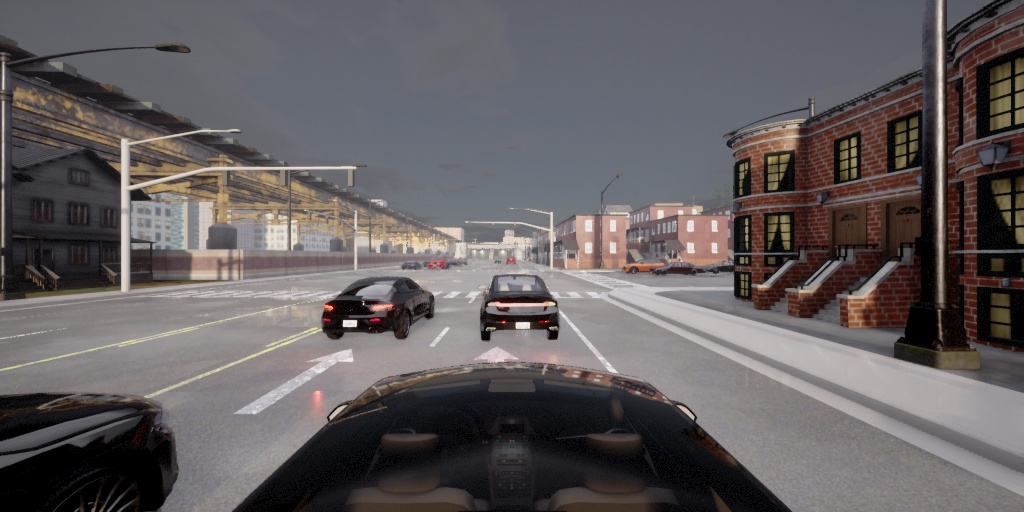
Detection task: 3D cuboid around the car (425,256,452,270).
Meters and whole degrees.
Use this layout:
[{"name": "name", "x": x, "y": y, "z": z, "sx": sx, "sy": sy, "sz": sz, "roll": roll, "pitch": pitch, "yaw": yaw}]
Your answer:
[{"name": "car", "x": -10.730, "y": 0.972, "z": 52.438, "sx": 2.150, "sy": 2.045, "sz": 5.566, "roll": 0, "pitch": 0, "yaw": 0}]

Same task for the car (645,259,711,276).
[{"name": "car", "x": 16.898, "y": 1.297, "z": 36.730, "sx": 5.357, "sy": 1.411, "sz": 2.033, "roll": 0, "pitch": 0, "yaw": 0}]

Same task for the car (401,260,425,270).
[{"name": "car", "x": -14.230, "y": 1.314, "z": 50.787, "sx": 1.994, "sy": 1.385, "sz": 4.181, "roll": 0, "pitch": 0, "yaw": 0}]

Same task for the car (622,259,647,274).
[{"name": "car", "x": 14.742, "y": 1.102, "z": 40.214, "sx": 4.553, "sy": 1.767, "sz": 2.097, "roll": 0, "pitch": 0, "yaw": 0}]

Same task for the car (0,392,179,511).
[{"name": "car", "x": -3.395, "y": 1.242, "z": 0.640, "sx": 2.128, "sy": 1.511, "sz": 4.902, "roll": 0, "pitch": 0, "yaw": 0}]

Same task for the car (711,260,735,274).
[{"name": "car", "x": 23.889, "y": 1.241, "z": 40.242, "sx": 4.902, "sy": 1.511, "sz": 2.128, "roll": 0, "pitch": 0, "yaw": 0}]

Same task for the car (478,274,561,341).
[{"name": "car", "x": 0.092, "y": 1.242, "z": 9.918, "sx": 2.128, "sy": 1.511, "sz": 4.902, "roll": 0, "pitch": 0, "yaw": -3}]

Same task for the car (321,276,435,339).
[{"name": "car", "x": -3.450, "y": 1.276, "z": 9.951, "sx": 1.812, "sy": 1.442, "sz": 4.674, "roll": 0, "pitch": 0, "yaw": 0}]
